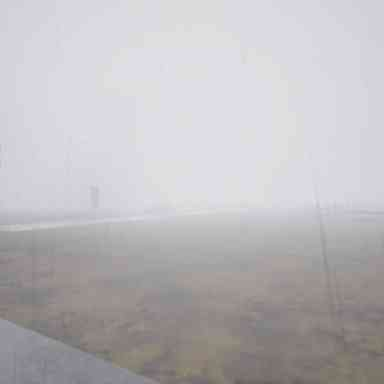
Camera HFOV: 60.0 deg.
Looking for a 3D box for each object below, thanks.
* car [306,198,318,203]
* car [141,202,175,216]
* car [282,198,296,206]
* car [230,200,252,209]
[{"bbox_3d":[30.964,2.230,85.885,1.994,1.385,4.181,-2,-2,35],"label":"car"},{"bbox_3d":[-4.015,2.010,40.110,1.837,1.490,4.892,-2,-2,35],"label":"car"},{"bbox_3d":[20.739,2.105,71.042,1.837,1.490,4.892,-2,-2,35],"label":"car"},{"bbox_3d":[8.620,2.166,58.294,2.033,1.411,5.357,-2,-2,35],"label":"car"}]
